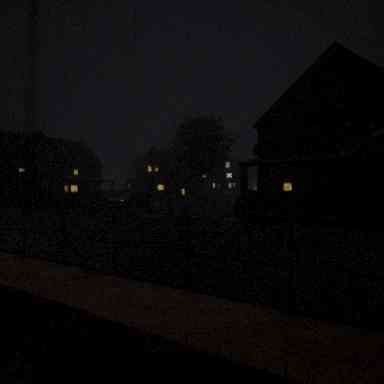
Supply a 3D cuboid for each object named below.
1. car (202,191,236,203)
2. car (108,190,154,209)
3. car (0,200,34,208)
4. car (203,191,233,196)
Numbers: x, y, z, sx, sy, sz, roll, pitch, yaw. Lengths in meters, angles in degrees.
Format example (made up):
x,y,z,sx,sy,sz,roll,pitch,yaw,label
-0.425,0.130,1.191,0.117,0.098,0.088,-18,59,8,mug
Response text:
x,y,z,sx,sy,sz,roll,pitch,yaw,label
3.599,0.576,43.507,2.033,1.411,5.357,1,2,36,car
-5.623,0.753,30.505,2.097,1.767,4.553,1,2,35,car
-12.028,1.227,21.412,1.994,1.385,4.181,1,2,36,car
2.824,0.706,37.355,1.837,1.490,4.892,1,2,35,car
